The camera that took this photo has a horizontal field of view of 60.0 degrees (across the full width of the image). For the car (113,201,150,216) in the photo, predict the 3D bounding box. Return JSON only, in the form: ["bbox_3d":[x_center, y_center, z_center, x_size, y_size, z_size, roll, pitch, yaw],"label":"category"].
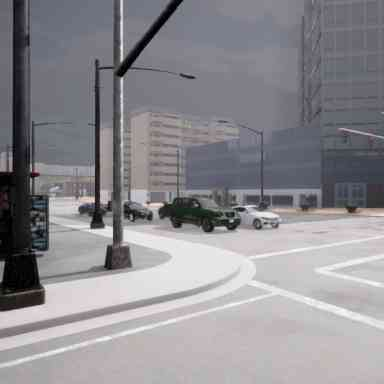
[{"bbox_3d":[-6.903,1.841,37.626,2.128,1.511,4.902,0,-1,-36],"label":"car"}]

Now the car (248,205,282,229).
[{"bbox_3d":[3.908,1.635,22.695,1.812,1.442,4.674,0,-1,-35],"label":"car"}]

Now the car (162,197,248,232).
[{"bbox_3d":[0.641,1.335,21.264,2.150,2.045,5.566,0,-1,-36],"label":"car"}]

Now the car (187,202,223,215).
[{"bbox_3d":[1.392,1.852,38.442,1.994,1.385,4.181,0,-1,-36],"label":"car"}]

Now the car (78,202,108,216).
[{"bbox_3d":[-11.411,1.939,37.880,2.033,1.411,5.357,0,-1,-36],"label":"car"}]

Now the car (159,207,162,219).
[{"bbox_3d":[-1.391,1.740,30.083,1.812,1.442,4.674,0,-1,-36],"label":"car"}]

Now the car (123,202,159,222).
[{"bbox_3d":[-5.165,1.741,29.264,1.837,1.490,4.892,0,-1,-36],"label":"car"}]

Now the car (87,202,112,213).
[{"bbox_3d":[-12.734,2.060,45.719,1.994,1.385,4.181,0,-1,-35],"label":"car"}]
